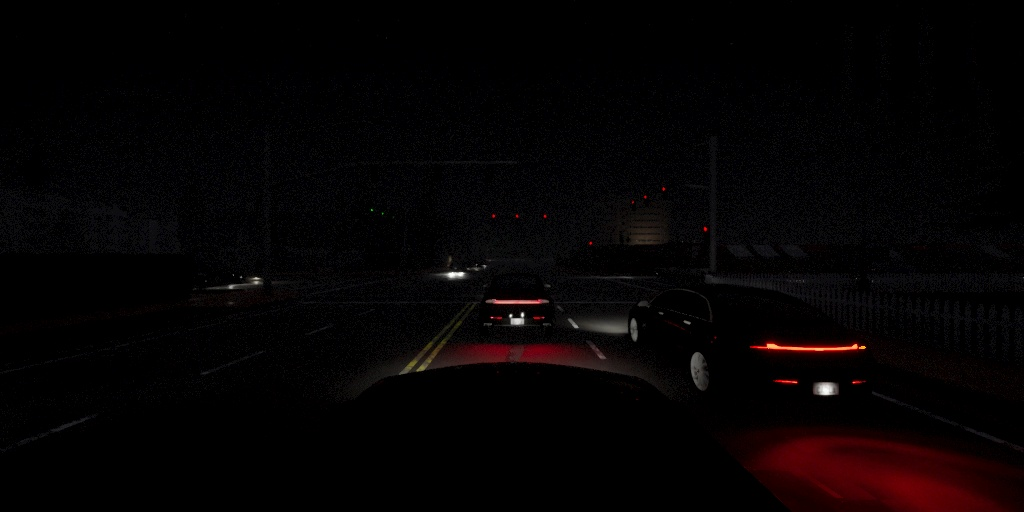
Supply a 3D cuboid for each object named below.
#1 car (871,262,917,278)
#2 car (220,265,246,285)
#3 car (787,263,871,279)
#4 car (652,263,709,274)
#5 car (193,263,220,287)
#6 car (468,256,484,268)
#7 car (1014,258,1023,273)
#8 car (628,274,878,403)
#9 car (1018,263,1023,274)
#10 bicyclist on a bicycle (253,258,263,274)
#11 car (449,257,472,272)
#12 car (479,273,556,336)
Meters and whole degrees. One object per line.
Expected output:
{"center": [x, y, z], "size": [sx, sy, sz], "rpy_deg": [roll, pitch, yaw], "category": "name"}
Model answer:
{"center": [35.354, 1.275, 33.847], "size": [4.674, 1.442, 1.812], "rpy_deg": [0, 0, -1], "category": "car"}
{"center": [-21.895, 1.252, 25.737], "size": [4.892, 1.490, 1.837], "rpy_deg": [0, 0, -1], "category": "car"}
{"center": [26.406, 1.296, 30.199], "size": [5.357, 1.411, 2.033], "rpy_deg": [0, 0, -1], "category": "car"}
{"center": [15.759, 1.350, 33.506], "size": [4.718, 1.301, 1.895], "rpy_deg": [0, 0, -1], "category": "car"}
{"center": [-21.341, 1.275, 22.234], "size": [4.674, 1.442, 1.812], "rpy_deg": [0, 0, -1], "category": "car"}
{"center": [-6.658, 0.970, 61.158], "size": [2.150, 2.045, 5.566], "rpy_deg": [0, 0, 1], "category": "car"}
{"center": [51.344, 0.903, 34.055], "size": [4.892, 1.490, 1.837], "rpy_deg": [0, 0, -1], "category": "car"}
{"center": [3.591, 1.255, 6.484], "size": [1.837, 1.490, 4.892], "rpy_deg": [0, 0, 1], "category": "car"}
{"center": [36.444, 1.275, 23.184], "size": [4.674, 1.442, 1.812], "rpy_deg": [0, 0, -1], "category": "car"}
{"center": [-26.143, 1.050, 36.925], "size": [0.582, 1.620, 1.656], "rpy_deg": [0, 0, -3], "category": "bicyclist on a bicycle"}
{"center": [-6.793, 1.240, 45.743], "size": [2.128, 1.511, 4.902], "rpy_deg": [0, 0, 1], "category": "car"}
{"center": [0.138, 1.241, 10.391], "size": [2.128, 1.511, 4.902], "rpy_deg": [0, 0, 0], "category": "car"}
